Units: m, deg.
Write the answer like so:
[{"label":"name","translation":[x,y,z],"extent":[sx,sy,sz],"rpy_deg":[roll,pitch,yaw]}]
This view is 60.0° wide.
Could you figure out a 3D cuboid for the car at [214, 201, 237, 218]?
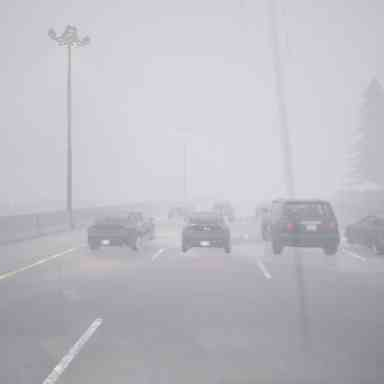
[{"label":"car","translation":[2.648,1.517,27.846],"extent":[1.837,1.490,4.892],"rpy_deg":[0,0,11]}]

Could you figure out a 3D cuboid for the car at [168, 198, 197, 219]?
[{"label":"car","translation":[-0.791,1.533,28.498],"extent":[1.812,1.442,4.674],"rpy_deg":[0,0,11]}]

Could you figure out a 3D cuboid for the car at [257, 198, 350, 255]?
[{"label":"car","translation":[4.151,1.258,13.513],"extent":[2.150,2.045,5.566],"rpy_deg":[0,0,5]}]

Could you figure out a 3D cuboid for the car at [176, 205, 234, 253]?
[{"label":"car","translation":[0.663,1.517,13.810],"extent":[1.837,1.490,4.892],"rpy_deg":[0,0,5]}]

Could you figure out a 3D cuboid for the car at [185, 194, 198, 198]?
[{"label":"car","translation":[0.834,1.415,83.612],"extent":[2.033,1.411,5.357],"rpy_deg":[0,0,29]}]

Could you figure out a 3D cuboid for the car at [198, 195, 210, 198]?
[{"label":"car","translation":[3.854,1.434,81.842],"extent":[1.994,1.385,4.181],"rpy_deg":[0,0,29]}]

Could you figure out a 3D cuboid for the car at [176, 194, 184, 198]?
[{"label":"car","translation":[-2.171,1.225,85.408],"extent":[2.097,1.767,4.553],"rpy_deg":[0,0,29]}]

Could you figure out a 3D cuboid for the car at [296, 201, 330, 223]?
[{"label":"car","translation":[9.525,1.517,26.543],"extent":[1.837,1.490,4.892],"rpy_deg":[0,0,11]}]

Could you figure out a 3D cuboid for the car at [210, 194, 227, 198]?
[{"label":"car","translation":[6.888,1.242,80.099],"extent":[2.097,1.767,4.553],"rpy_deg":[0,0,29]}]

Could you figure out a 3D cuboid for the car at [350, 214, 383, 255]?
[{"label":"car","translation":[7.633,1.573,13.156],"extent":[1.994,1.385,4.181],"rpy_deg":[0,0,5]}]

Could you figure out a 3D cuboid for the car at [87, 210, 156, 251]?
[{"label":"car","translation":[-2.821,1.517,14.137],"extent":[1.837,1.490,4.892],"rpy_deg":[0,0,5]}]

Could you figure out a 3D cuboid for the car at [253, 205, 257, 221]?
[{"label":"car","translation":[6.086,1.485,27.195],"extent":[1.882,1.535,5.008],"rpy_deg":[0,0,11]}]
